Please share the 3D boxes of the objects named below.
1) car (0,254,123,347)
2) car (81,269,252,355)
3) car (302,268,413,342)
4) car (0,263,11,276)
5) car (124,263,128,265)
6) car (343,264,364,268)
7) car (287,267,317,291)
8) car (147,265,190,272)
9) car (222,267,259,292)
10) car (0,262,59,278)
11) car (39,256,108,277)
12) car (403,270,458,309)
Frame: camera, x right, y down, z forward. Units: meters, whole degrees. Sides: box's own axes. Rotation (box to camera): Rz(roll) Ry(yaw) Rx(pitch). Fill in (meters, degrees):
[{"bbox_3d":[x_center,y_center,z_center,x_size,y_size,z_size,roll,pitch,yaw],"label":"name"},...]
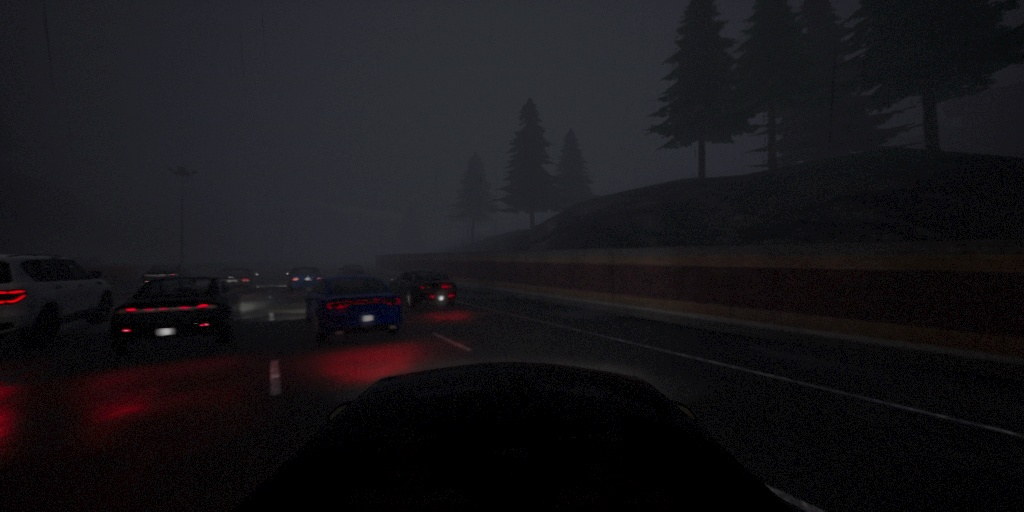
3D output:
[{"bbox_3d":[-12.043,0.969,8.694,2.150,2.045,5.566,0,0,-34],"label":"car"},{"bbox_3d":[-7.983,1.254,8.911,2.128,1.511,4.902,0,0,-34],"label":"car"},{"bbox_3d":[-4.607,1.261,10.155,1.882,1.535,5.008,0,0,-34],"label":"car"},{"bbox_3d":[-51.230,1.349,34.159,1.895,1.301,4.718,0,0,-23],"label":"car"},{"bbox_3d":[-41.153,1.371,37.312,1.994,1.385,4.181,0,0,-24],"label":"car"},{"bbox_3d":[-12.781,1.390,28.789,1.812,1.442,4.674,0,0,-32],"label":"car"},{"bbox_3d":[-13.173,1.375,22.857,2.033,1.411,5.357,0,0,-33],"label":"car"},{"bbox_3d":[-20.969,1.285,22.076,2.128,1.511,4.902,0,0,-32],"label":"car"},{"bbox_3d":[-16.069,1.352,20.891,2.033,1.411,5.357,0,0,-33],"label":"car"},{"bbox_3d":[-48.084,1.334,35.690,1.994,1.385,4.181,0,0,-23],"label":"car"},{"bbox_3d":[-44.809,1.010,36.899,2.150,2.045,5.566,0,0,-23],"label":"car"},{"bbox_3d":[-4.002,1.325,15.552,1.837,1.490,4.892,0,0,-34],"label":"car"}]
